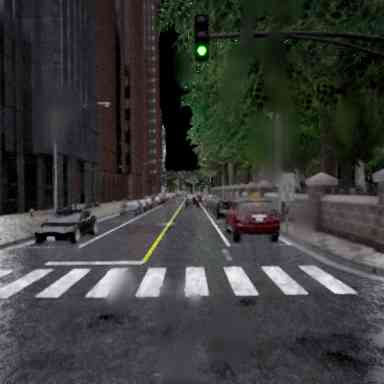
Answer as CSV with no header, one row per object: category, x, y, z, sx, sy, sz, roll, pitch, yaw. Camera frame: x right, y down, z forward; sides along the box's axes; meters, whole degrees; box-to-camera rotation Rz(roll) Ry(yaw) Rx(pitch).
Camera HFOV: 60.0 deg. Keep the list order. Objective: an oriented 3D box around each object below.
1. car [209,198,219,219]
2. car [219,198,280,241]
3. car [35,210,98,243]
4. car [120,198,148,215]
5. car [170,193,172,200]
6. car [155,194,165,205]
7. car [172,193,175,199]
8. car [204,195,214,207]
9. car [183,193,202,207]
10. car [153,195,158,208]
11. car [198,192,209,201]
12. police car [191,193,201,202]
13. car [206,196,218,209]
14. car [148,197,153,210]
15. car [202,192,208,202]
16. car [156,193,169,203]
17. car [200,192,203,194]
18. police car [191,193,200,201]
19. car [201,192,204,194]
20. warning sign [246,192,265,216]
car,2.711,1.398,26.755,1.947,1.339,4.313,-1,0,0
car,2.725,1.189,15.842,2.192,1.841,5.009,-1,0,0
car,-5.797,1.530,15.820,1.947,1.339,4.313,-1,0,0
car,-5.823,1.452,32.191,2.008,1.369,4.403,-1,0,0
car,-5.884,1.304,70.390,1.887,1.381,4.507,-1,0,0
car,-5.858,1.400,54.020,1.802,1.307,4.206,-1,0,0
car,-5.903,1.164,81.304,1.967,1.590,4.097,-1,0,0
car,2.693,1.341,37.669,2.008,1.369,4.403,-1,0,0
car,0.017,1.293,45.792,1.837,1.490,4.892,-1,0,0
car,-5.840,1.441,43.105,1.802,1.307,4.206,-1,0,0
car,2.629,0.967,75.863,2.192,1.841,5.009,-1,0,0
police car,0.783,1.128,66.605,1.930,1.638,5.238,-1,0,0
car,2.702,1.362,32.212,2.008,1.369,4.403,-1,0,0
car,-5.831,1.462,37.648,1.802,1.307,4.206,-1,0,0
car,2.683,1.210,43.125,1.967,1.590,4.097,-1,0,0
car,-5.869,1.113,59.475,2.192,1.841,5.009,-1,0,0
car,2.649,1.213,65.121,1.752,1.417,4.829,-1,0,0
police car,0.749,1.095,76.605,1.930,1.638,5.238,-1,0,0
car,2.674,1.189,48.581,1.967,1.590,4.097,-1,0,0
warning sign,5.011,0.924,26.500,1.300,1.860,1.060,-1,0,0
